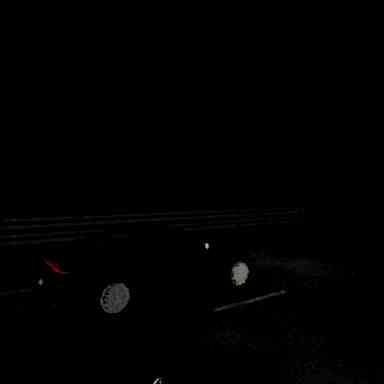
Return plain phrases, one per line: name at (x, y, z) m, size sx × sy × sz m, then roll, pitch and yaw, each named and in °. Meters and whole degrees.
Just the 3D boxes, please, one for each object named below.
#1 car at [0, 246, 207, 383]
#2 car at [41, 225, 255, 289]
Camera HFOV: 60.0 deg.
car at (-2.484, 1.477, 1.973) m, size 5.008 × 1.535 × 1.882 m, roll 0°, pitch 0°, yaw -36°
car at (-0.746, 1.480, 7.515) m, size 5.008 × 1.535 × 1.882 m, roll 0°, pitch 0°, yaw -36°
